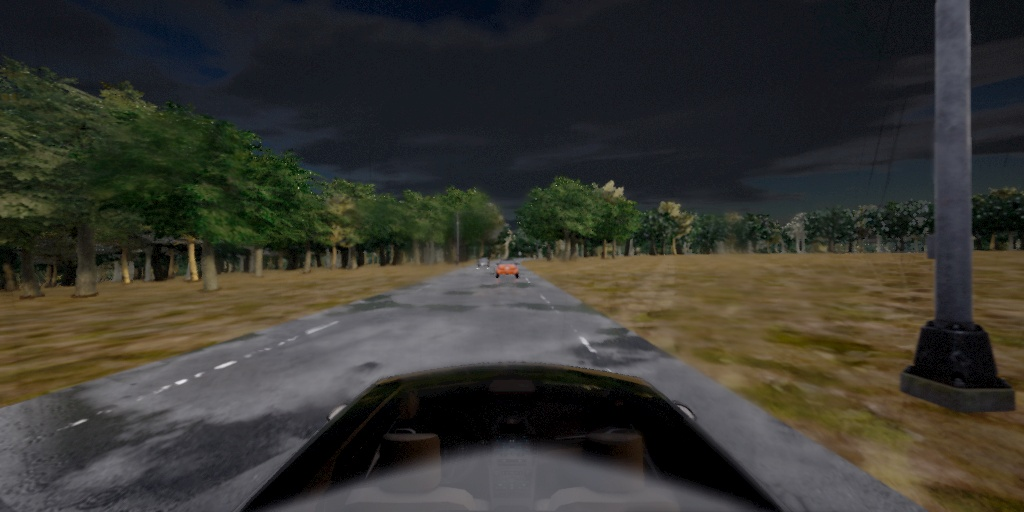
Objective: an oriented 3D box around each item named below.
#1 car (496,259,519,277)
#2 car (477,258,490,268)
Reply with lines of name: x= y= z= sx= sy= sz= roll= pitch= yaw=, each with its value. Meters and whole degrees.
car: x=-0.467 y=1.107 z=35.163 sx=2.097 sy=1.767 sz=4.553 roll=0 pitch=0 yaw=-1
car: x=-4.565 y=1.132 z=58.217 sx=2.128 sy=1.511 sz=4.902 roll=0 pitch=0 yaw=-1
